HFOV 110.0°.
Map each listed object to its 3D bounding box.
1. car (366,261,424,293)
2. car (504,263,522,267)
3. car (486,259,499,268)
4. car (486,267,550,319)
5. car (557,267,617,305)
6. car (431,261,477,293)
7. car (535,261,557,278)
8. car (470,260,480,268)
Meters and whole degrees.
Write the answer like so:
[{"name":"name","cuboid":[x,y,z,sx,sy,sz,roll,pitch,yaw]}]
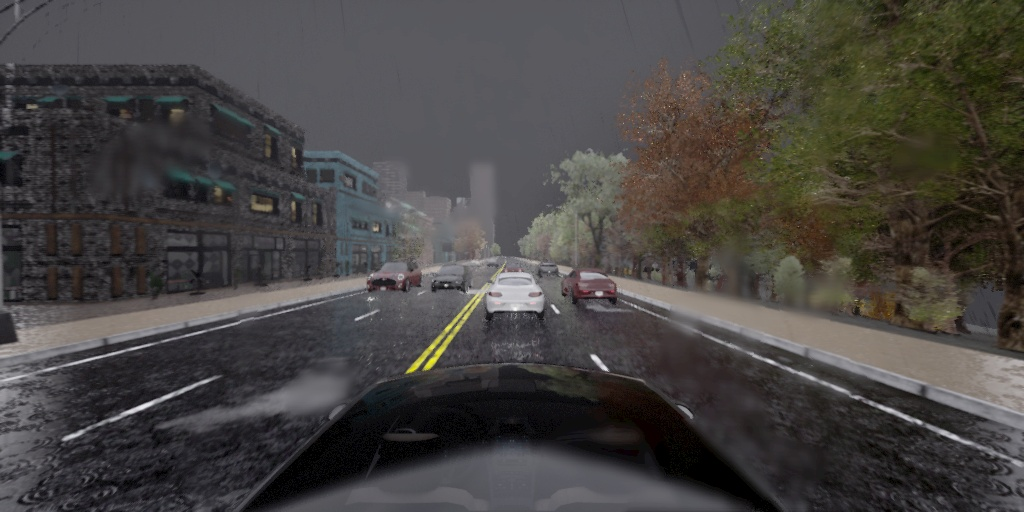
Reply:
[{"name":"car","cuboid":[-6.605,1.092,20.653,2.097,1.767,4.553,0,0,0]},{"name":"car","cuboid":[0.087,1.334,33.303,1.895,1.301,4.718,0,0,0]},{"name":"car","cuboid":[-3.313,1.194,61.666,1.882,1.535,5.008,0,0,0]},{"name":"car","cuboid":[0.097,1.270,12.598,1.812,1.442,4.674,0,0,0]},{"name":"car","cuboid":[3.331,1.269,16.005,1.812,1.442,4.674,0,0,0]},{"name":"car","cuboid":[-3.356,1.245,20.650,1.837,1.490,4.892,0,0,0]},{"name":"car","cuboid":[3.336,1.225,34.310,2.128,1.511,4.902,0,0,0]},{"name":"car","cuboid":[-6.558,1.318,61.670,1.895,1.301,4.718,0,0,1]}]
